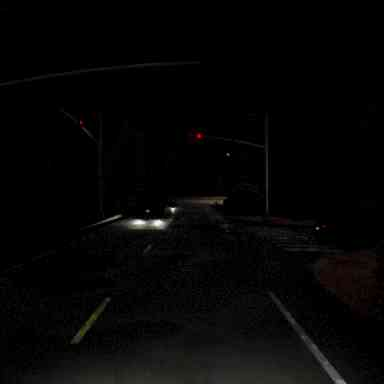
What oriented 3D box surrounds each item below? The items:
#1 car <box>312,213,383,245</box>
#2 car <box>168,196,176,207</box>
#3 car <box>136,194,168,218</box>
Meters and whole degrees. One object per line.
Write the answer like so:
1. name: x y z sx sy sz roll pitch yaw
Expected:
1. car: 8.028 1.721 15.991 4.181 1.385 1.994 0 0 0
2. car: -3.550 1.320 49.975 2.097 1.767 4.553 0 0 0
3. car: -3.625 1.204 29.874 2.150 2.045 5.566 0 0 0
